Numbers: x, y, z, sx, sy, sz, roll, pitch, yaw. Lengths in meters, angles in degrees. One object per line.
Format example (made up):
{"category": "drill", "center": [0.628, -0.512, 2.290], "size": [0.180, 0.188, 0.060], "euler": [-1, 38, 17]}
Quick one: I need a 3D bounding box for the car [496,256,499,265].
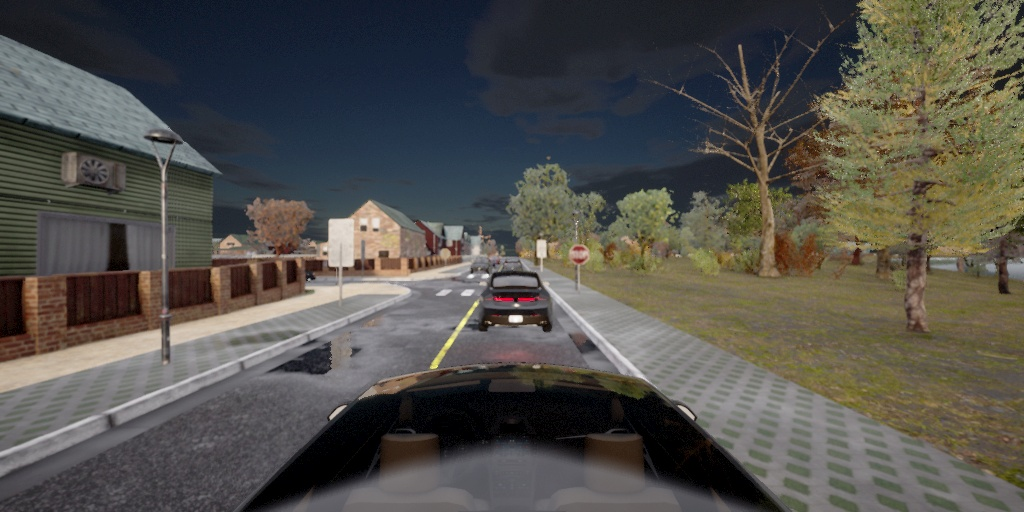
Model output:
{"category": "car", "center": [-2.902, 0.911, 45.656], "size": [1.895, 1.301, 4.718], "euler": [0, 0, 0]}

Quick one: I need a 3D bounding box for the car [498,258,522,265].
{"category": "car", "center": [0.049, 0.899, 34.921], "size": [2.128, 1.511, 4.902], "euler": [0, 1, 0]}

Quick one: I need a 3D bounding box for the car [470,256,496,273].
{"category": "car", "center": [-2.949, 0.908, 35.352], "size": [1.837, 1.490, 4.892], "euler": [0, 1, 2]}

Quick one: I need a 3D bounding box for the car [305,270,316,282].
{"category": "car", "center": [-15.273, 1.076, 22.407], "size": [5.357, 1.411, 2.033], "euler": [0, -1, 2]}

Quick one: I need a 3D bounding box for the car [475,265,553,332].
{"category": "car", "center": [0.080, 1.156, 10.466], "size": [1.837, 1.490, 4.892], "euler": [0, 0, 0]}

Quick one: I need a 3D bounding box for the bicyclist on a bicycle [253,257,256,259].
{"category": "bicyclist on a bicycle", "center": [-20.273, 0.925, 28.420], "size": [0.582, 1.620, 1.656], "euler": [0, -1, 2]}
